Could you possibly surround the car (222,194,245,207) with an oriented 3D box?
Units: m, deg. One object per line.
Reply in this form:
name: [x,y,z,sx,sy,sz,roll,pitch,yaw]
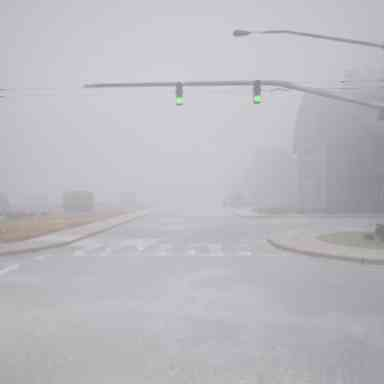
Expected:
car: [6.605,1.338,53.333,1.905,1.878,3.866,-8,3,-40]
